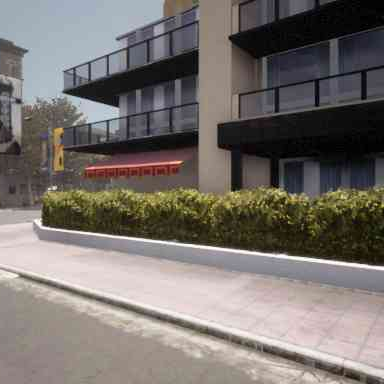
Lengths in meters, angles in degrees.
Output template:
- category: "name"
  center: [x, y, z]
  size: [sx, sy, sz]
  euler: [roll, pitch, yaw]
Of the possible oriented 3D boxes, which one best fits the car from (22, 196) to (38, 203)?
- category: "car"
  center: [-34.570, 1.481, 68.227]
  size: [4.892, 1.521, 2.231]
  euler: [0, 0, 37]
